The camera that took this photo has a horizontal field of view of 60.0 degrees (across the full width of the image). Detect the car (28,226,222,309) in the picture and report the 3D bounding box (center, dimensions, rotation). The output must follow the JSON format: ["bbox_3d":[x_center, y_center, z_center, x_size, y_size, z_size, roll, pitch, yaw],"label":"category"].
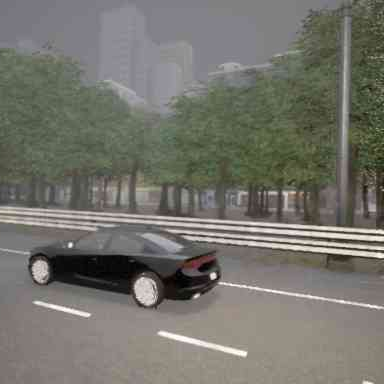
[{"bbox_3d":[-1.754,1.558,8.050,5.008,1.535,1.882,1,-1,27],"label":"car"}]
